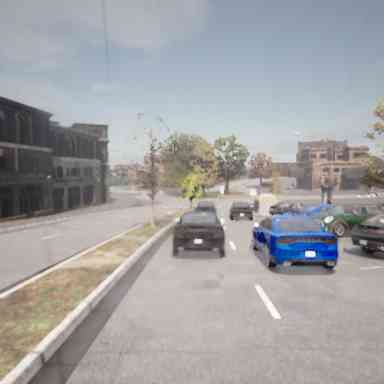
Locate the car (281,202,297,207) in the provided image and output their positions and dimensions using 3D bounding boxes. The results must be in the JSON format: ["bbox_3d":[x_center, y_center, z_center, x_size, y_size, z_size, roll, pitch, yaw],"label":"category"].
[{"bbox_3d":[8.615,1.553,21.074,5.008,1.535,2.097,1,-1,-16],"label":"car"}]

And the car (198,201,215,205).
[{"bbox_3d":[1.287,1.586,29.659,1.837,1.490,4.892,0,0,5],"label":"car"}]

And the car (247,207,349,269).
[{"bbox_3d":[3.228,1.499,11.302,1.882,1.535,5.008,0,0,2],"label":"car"}]

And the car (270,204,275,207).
[{"bbox_3d":[9.016,1.588,26.969,4.892,1.521,2.231,1,-1,-15],"label":"car"}]

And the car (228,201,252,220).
[{"bbox_3d":[4.285,1.604,29.498,1.837,1.490,4.892,0,0,5],"label":"car"}]

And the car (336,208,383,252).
[{"bbox_3d":[8.216,1.514,12.226,4.892,1.521,2.231,1,-1,-18],"label":"car"}]

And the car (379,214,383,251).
[{"bbox_3d":[8.139,1.503,9.271,4.892,1.521,2.231,1,0,-18],"label":"car"}]

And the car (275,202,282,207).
[{"bbox_3d":[8.810,1.610,24.017,4.674,1.452,2.002,1,0,-16],"label":"car"}]

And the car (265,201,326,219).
[{"bbox_3d":[9.296,1.637,29.922,4.792,1.488,2.163,1,-1,-15],"label":"car"}]

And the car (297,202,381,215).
[{"bbox_3d":[8.494,1.414,18.133,4.553,1.767,2.185,1,0,-17],"label":"car"}]

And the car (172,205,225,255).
[{"bbox_3d":[0.314,1.498,13.481,1.882,1.535,5.008,0,-1,3],"label":"car"}]
